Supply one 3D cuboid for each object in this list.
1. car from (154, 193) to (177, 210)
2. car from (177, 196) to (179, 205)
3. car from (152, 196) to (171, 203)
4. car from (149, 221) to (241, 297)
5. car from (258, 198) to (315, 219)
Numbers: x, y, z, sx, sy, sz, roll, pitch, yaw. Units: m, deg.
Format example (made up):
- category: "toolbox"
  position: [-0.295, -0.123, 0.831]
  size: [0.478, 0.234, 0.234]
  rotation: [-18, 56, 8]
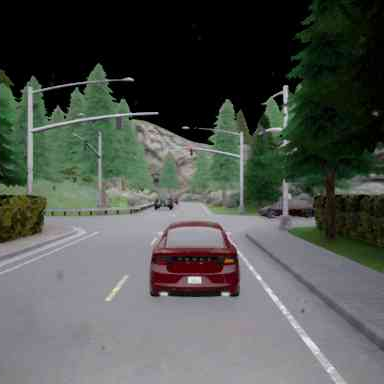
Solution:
- category: "car"
  position: [-3.583, 1.221, 43.479]
  size: [2.150, 2.045, 5.566]
  rotation: [0, 0, 0]
- category: "car"
  position: [-3.532, 1.222, 58.290]
  size: [2.150, 2.045, 5.566]
  rotation: [0, 0, 0]
- category: "car"
  position: [-6.655, 1.594, 71.513]
  size: [1.895, 1.301, 4.718]
  rotation: [0, 0, -35]
- category: "car"
  position: [0.067, 1.478, 8.622]
  size: [1.882, 1.535, 5.008]
  rotation: [0, 0, 0]
- category: "car"
  position: [7.927, 1.337, 28.295]
  size: [4.553, 1.767, 2.097]
  rotation: [0, 0, 0]
